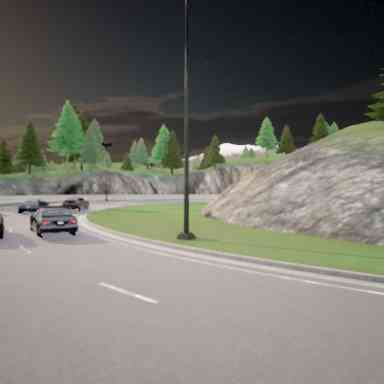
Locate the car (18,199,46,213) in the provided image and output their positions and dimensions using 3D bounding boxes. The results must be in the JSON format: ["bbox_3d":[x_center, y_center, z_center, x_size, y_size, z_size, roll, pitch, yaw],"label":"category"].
[{"bbox_3d":[-15.871,1.394,33.775,1.994,1.385,4.181,0,0,-5],"label":"car"}]

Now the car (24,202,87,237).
[{"bbox_3d":[-7.340,1.464,17.508,2.033,1.411,5.357,0,0,-31],"label":"car"}]

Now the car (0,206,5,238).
[{"bbox_3d":[-10.555,1.258,16.546,2.097,1.767,4.553,0,0,-31],"label":"car"}]

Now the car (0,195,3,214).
[{"bbox_3d":[-18.824,1.185,29.588,2.097,1.767,4.553,0,0,-11],"label":"car"}]

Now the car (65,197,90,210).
[{"bbox_3d":[-12.569,1.338,36.372,1.837,1.490,4.892,0,-1,-2],"label":"car"}]
